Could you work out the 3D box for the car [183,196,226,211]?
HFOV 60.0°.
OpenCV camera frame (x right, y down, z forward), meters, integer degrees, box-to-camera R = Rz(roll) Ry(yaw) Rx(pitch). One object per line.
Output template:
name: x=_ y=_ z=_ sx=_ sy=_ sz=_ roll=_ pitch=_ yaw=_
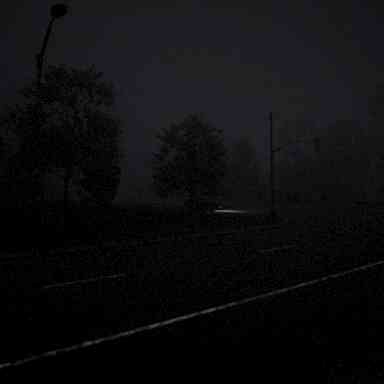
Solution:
car: x=1.245 y=1.173 z=35.486 sx=2.033 sy=1.411 sz=5.357 roll=-2 pitch=1 yaw=-38
